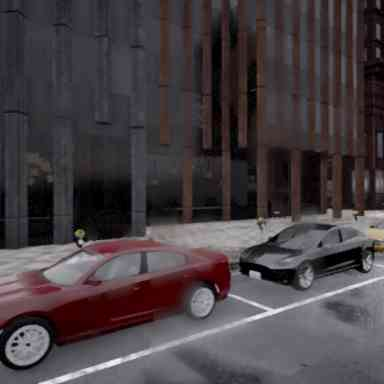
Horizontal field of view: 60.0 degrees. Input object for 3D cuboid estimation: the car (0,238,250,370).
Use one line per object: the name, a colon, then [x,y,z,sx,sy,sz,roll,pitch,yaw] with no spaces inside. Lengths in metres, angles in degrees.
car: [-1.352,1.537,5.686,4.507,1.381,1.887,0,0,-36]

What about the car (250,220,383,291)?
car: [3.236,1.538,8.960,4.313,1.339,1.947,0,0,-36]
